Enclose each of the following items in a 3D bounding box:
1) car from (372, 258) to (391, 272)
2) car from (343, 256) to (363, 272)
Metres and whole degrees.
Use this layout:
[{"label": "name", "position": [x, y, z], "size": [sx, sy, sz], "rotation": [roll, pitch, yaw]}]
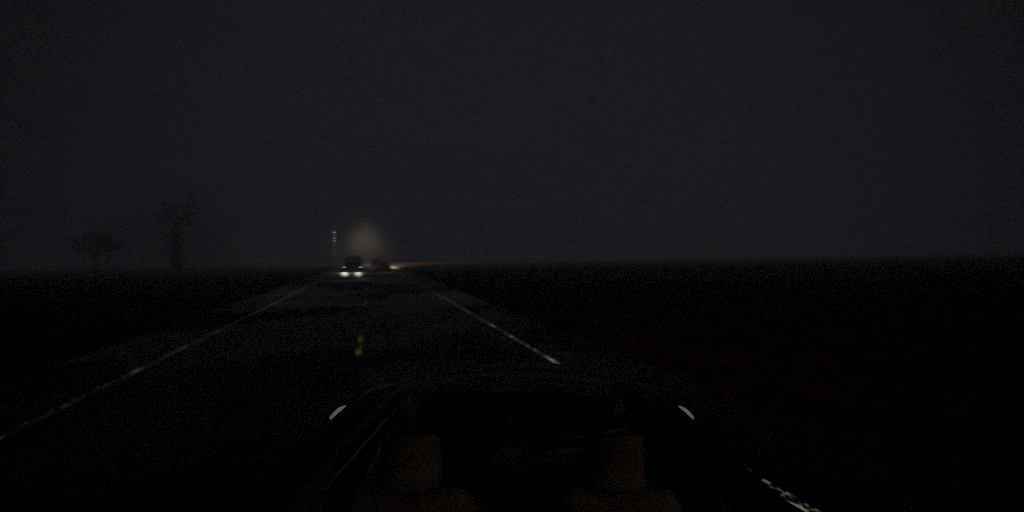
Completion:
[{"label": "car", "position": [-17.330, 1.255, 48.094], "size": [1.882, 1.535, 5.008], "rotation": [0, 0, -22]}, {"label": "car", "position": [-21.096, 0.975, 47.655], "size": [2.150, 2.045, 5.566], "rotation": [0, 0, -22]}]
